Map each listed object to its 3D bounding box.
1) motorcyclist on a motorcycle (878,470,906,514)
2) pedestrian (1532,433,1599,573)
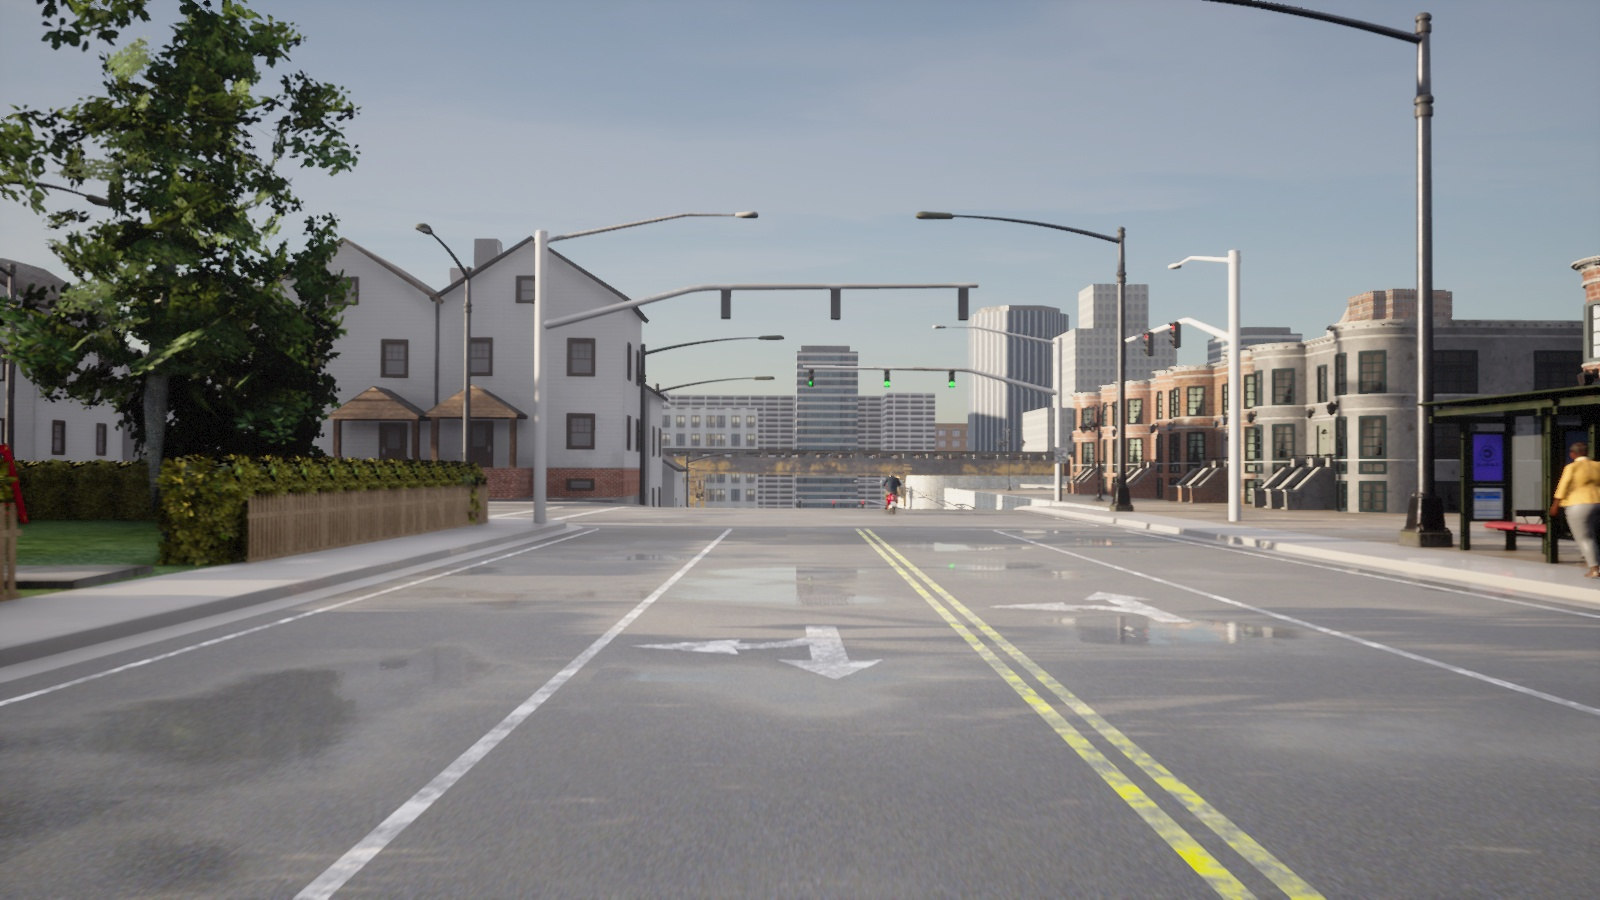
[{"bbox_3d":[3.387,1.529,46.270,0.866,1.590,1.817,0,-1,0],"label":"motorcyclist on a motorcycle"},{"bbox_3d":[10.685,0.704,17.104,0.874,1.855,0.900,0,-1,-1],"label":"pedestrian"}]
